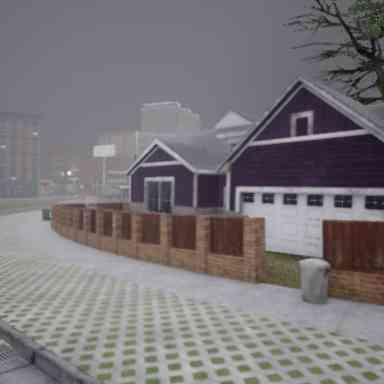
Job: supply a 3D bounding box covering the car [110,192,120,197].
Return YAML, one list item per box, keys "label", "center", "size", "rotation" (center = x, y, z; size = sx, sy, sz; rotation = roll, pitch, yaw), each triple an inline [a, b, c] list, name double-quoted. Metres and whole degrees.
- label: "car"
  center: [-16.095, 0.857, 72.502]
  size: [1.837, 1.490, 4.892]
  rotation: [1, 2, 22]

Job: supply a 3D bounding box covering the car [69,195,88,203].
- label: "car"
  center: [-19.615, 1.229, 58.520]
  size: [1.882, 1.535, 5.008]
  rotation: [1, 1, 10]
